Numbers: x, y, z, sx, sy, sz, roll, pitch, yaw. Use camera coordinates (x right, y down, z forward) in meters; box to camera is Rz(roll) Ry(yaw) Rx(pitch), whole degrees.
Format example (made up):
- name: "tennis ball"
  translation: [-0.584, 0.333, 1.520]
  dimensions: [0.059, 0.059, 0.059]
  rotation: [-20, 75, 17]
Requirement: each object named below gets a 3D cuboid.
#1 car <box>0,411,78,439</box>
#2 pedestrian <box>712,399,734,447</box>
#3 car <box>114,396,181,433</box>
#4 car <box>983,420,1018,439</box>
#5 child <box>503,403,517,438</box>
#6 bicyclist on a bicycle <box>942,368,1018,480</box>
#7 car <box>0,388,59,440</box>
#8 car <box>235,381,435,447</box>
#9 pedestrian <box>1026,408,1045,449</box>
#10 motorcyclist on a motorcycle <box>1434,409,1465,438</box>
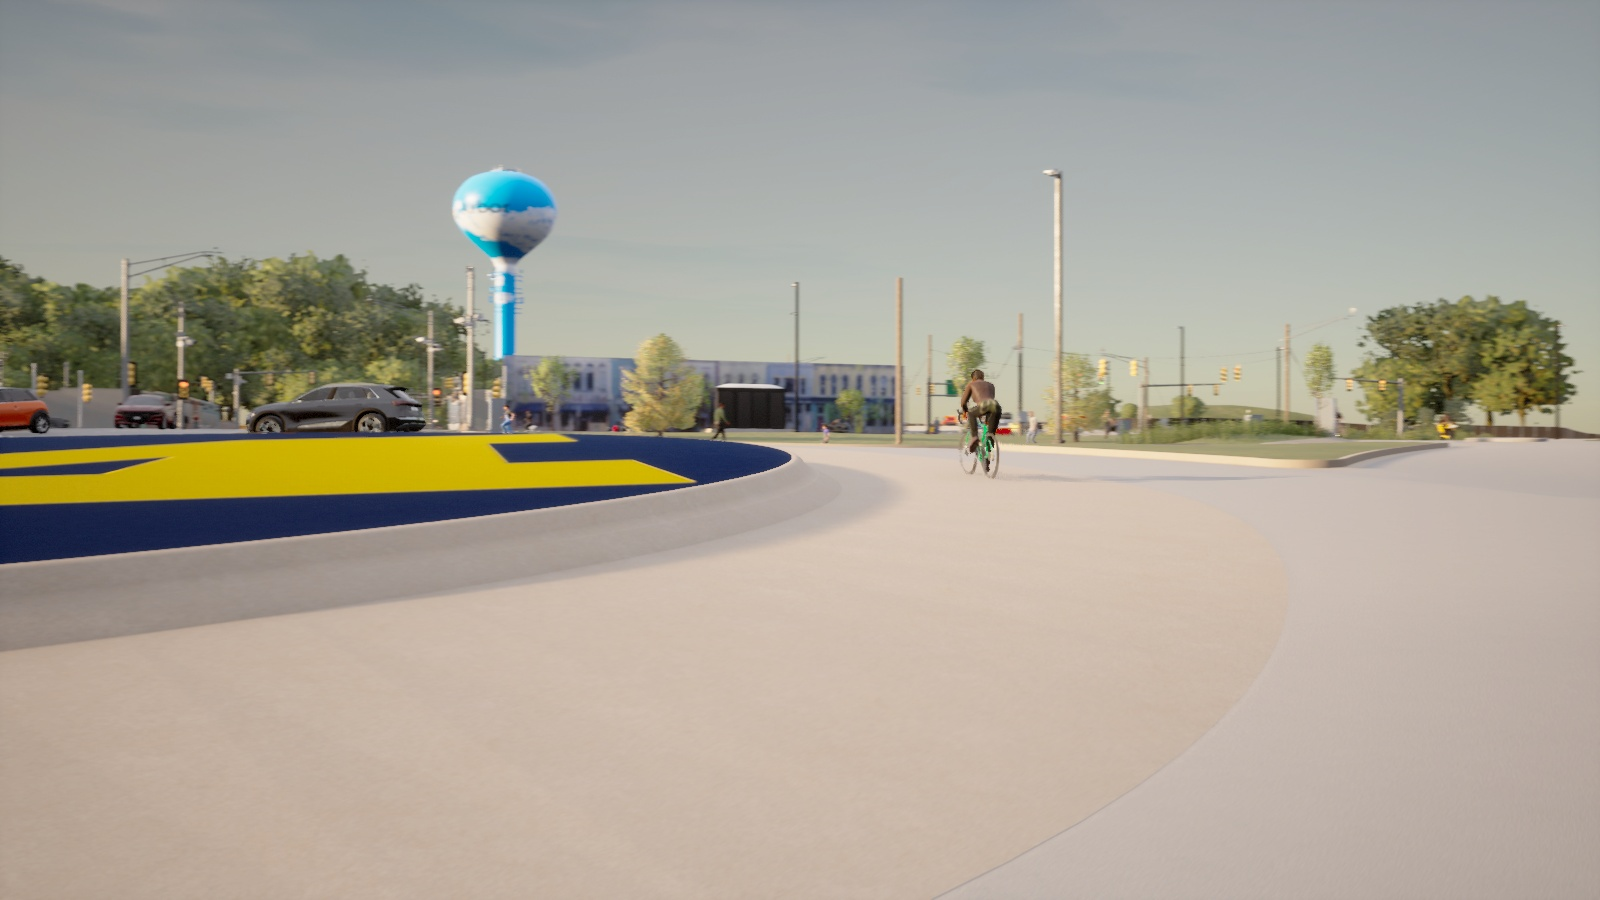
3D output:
- name: "car"
  translation: [-45.206, -1.474, 74.047]
  dimensions: [4.181, 1.385, 1.994]
  rotation: [-3, 1, -19]
- name: "pedestrian"
  translation: [-3.161, -1.091, 51.294]
  dimensions: [0.788, 1.949, 0.423]
  rotation: [0, 0, -23]
- name: "car"
  translation: [-28.458, -1.544, 54.905]
  dimensions: [1.882, 1.535, 5.008]
  rotation: [0, 1, -19]
- name: "car"
  translation: [14.980, -1.524, 93.849]
  dimensions: [2.207, 1.376, 1.481]
  rotation: [-1, 0, -35]
- name: "child"
  translation: [-10.731, -1.085, 46.508]
  dimensions: [0.437, 1.263, 0.270]
  rotation: [0, 0, -31]
- name: "bicyclist on a bicycle"
  translation: [2.697, -0.404, 18.976]
  dimensions: [0.582, 1.620, 1.656]
  rotation: [0, 2, -12]
- name: "car"
  translation: [-28.295, -1.240, 43.390]
  dimensions: [2.097, 1.767, 4.553]
  rotation: [0, 3, 11]
- name: "car"
  translation: [-13.007, -0.974, 35.299]
  dimensions: [4.856, 1.649, 2.033]
  rotation: [-1, 0, 4]
- name: "pedestrian"
  translation: [10.485, -0.961, 55.920]
  dimensions: [0.706, 1.836, 0.354]
  rotation: [0, 0, -22]
- name: "motorcyclist on a motorcycle"
  translation: [35.303, -1.426, 68.284]
  dimensions: [0.797, 1.523, 2.044]
  rotation: [0, 1, 7]
